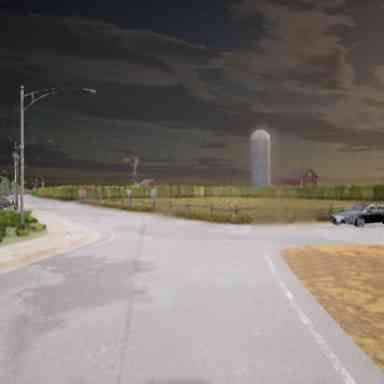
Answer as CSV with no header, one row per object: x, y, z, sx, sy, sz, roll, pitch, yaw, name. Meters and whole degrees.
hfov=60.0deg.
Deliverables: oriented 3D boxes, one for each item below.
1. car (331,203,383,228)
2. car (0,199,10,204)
11.586,1.539,22.574,4.902,1.511,2.128,0,0,-29,car
-25.926,1.517,42.286,4.902,1.511,2.128,0,0,-31,car
